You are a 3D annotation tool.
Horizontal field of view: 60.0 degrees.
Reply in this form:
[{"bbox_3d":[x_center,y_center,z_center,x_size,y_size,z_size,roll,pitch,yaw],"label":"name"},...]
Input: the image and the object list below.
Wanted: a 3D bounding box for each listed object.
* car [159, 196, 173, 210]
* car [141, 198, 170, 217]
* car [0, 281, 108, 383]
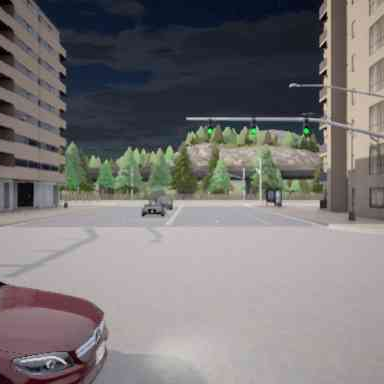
[{"bbox_3d":[-3.427,1.317,41.308,2.097,1.767,4.553,0,0,-1],"label":"car"},{"bbox_3d":[-3.477,1.538,31.043,1.994,1.385,4.181,0,0,0],"label":"car"},{"bbox_3d":[-3.344,1.522,3.724,4.674,1.442,1.812,0,0,1],"label":"car"}]
